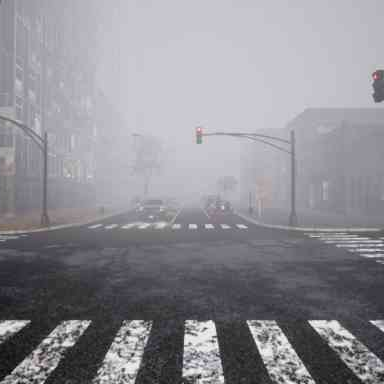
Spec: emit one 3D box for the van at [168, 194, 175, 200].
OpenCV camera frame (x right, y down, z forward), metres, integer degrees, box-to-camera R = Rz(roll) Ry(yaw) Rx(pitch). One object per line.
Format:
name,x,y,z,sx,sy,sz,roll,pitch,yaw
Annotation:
van,-5.674,1.347,93.398,1.690,1.788,3.998,1,0,0

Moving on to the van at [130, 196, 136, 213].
van,-5.673,1.346,36.658,1.690,1.788,3.998,1,0,0

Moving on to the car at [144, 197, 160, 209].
car,-5.677,1.530,47.836,1.752,1.417,4.829,1,0,0

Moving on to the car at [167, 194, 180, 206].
car,-3.081,1.532,53.100,1.812,1.442,4.674,0,1,0

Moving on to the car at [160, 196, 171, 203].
car,-5.678,1.572,70.702,1.947,1.339,4.313,1,0,0

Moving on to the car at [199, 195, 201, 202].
car,2.707,1.321,65.067,2.192,1.841,5.009,1,0,0

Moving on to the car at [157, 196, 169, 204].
car,-5.678,1.572,65.028,1.947,1.339,4.313,1,0,0

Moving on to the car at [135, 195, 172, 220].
car,-3.133,1.356,28.167,2.097,1.767,4.553,0,0,1

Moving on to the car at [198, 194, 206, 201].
car,2.704,1.446,87.762,1.967,1.590,4.097,1,0,0

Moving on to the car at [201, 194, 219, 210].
car,2.707,1.320,42.371,2.192,1.841,5.009,1,0,0

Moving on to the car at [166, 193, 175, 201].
car,-5.673,1.321,87.724,2.192,1.841,5.009,1,0,0

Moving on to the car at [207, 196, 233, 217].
car,2.705,1.444,31.023,1.967,1.590,4.097,1,0,0

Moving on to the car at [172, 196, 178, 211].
car,-3.095,1.552,39.156,2.033,1.411,5.357,0,0,1

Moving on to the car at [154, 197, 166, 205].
car,-5.678,1.587,59.354,1.802,1.307,4.206,1,0,0

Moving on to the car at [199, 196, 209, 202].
car,2.702,1.572,76.415,1.947,1.339,4.313,1,0,0
